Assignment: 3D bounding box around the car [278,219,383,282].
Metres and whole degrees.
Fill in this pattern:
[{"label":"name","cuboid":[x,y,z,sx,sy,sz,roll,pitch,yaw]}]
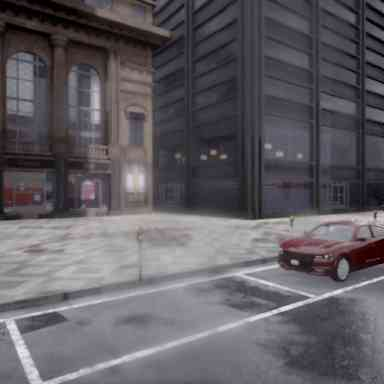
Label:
[{"label":"car","cuboid":[4.419,1.520,9.685,4.507,1.381,1.887,0,0,-36]}]
